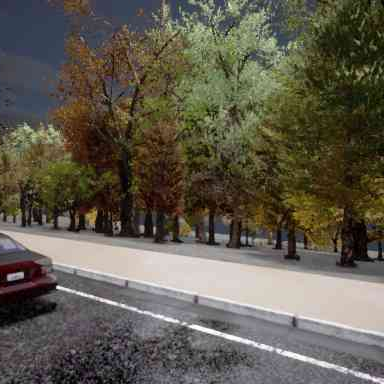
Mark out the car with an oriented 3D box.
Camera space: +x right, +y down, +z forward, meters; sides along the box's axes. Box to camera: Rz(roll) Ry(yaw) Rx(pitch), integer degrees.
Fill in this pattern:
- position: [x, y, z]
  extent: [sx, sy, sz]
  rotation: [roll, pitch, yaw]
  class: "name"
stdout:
- position: [-5.153, 1.545, 7.390]
  extent: [5.357, 1.411, 2.033]
  rotation: [0, 0, 36]
  class: "car"
